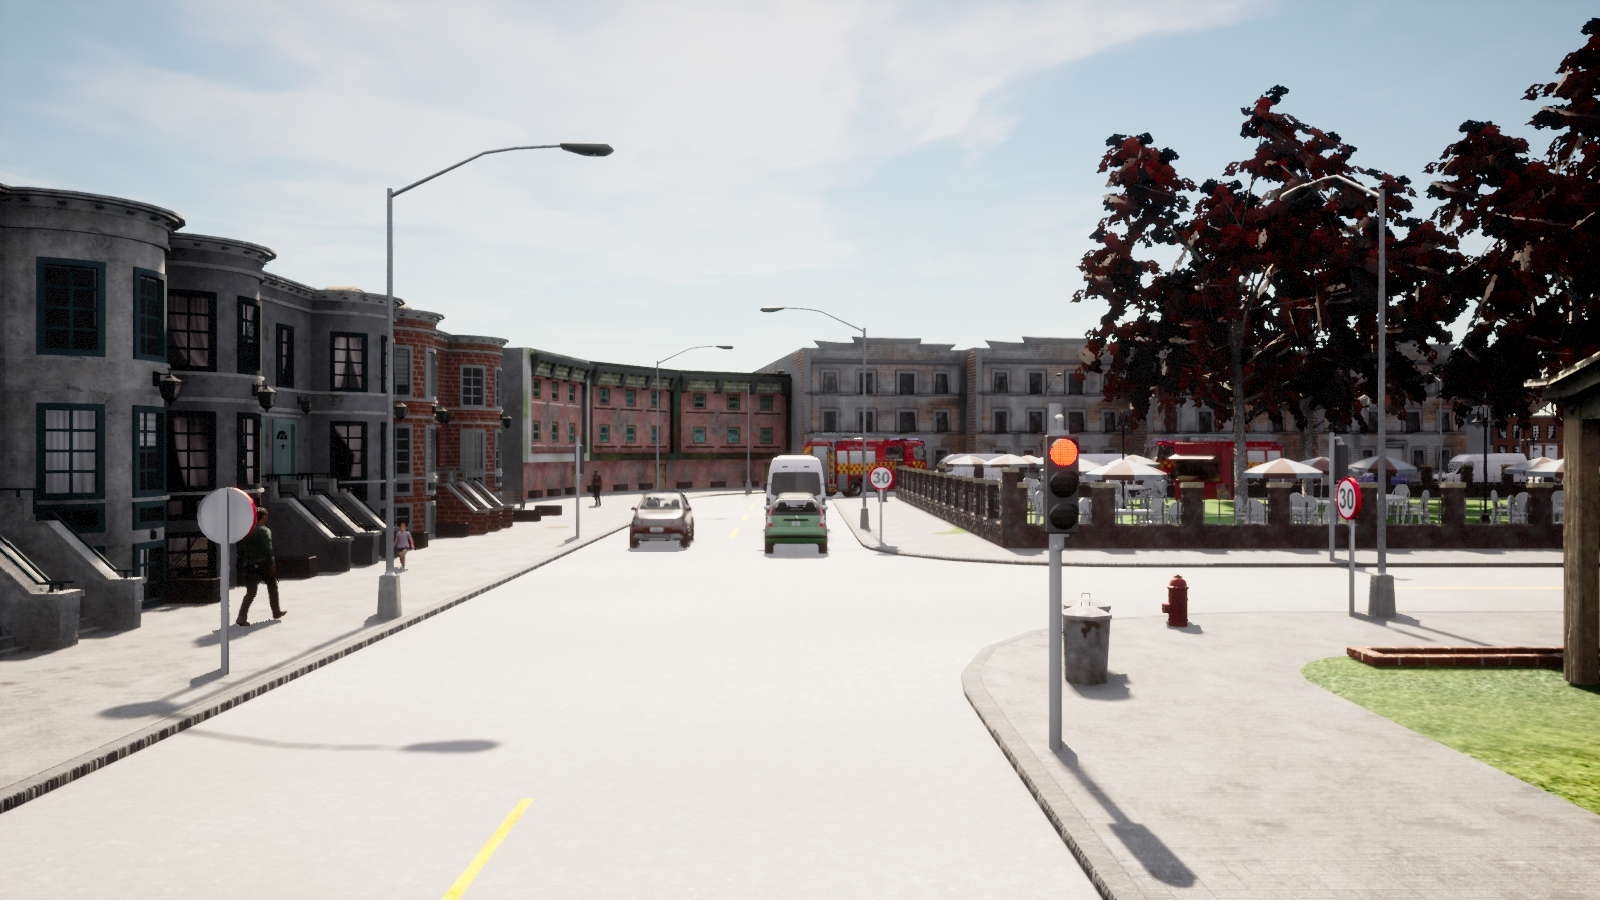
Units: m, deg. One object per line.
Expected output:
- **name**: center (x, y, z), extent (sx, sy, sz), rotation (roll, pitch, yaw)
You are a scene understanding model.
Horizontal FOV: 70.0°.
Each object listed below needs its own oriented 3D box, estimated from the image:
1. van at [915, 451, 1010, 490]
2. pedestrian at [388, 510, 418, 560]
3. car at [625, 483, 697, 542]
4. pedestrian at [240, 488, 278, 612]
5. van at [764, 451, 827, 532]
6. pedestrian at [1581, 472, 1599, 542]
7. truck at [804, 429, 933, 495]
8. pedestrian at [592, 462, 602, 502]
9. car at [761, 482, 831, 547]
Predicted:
- **van**: center (10.550, 1.314, 74.428), extent (5.915, 2.561, 1.988), rotation (0, 0, 0)
- **pedestrian**: center (-8.908, 1.904, 25.653), extent (0.500, 1.100, 0.500), rotation (0, 0, -3)
- **car**: center (-4.040, 1.806, 33.767), extent (1.789, 1.549, 3.705), rotation (0, 0, -2)
- **pedestrian**: center (-8.296, 1.524, 17.522), extent (0.375, 1.860, 0.375), rotation (0, 0, 17)
- **van**: center (-0.147, 1.315, 39.074), extent (1.988, 2.561, 5.915), rotation (0, 0, 0)
- **pedestrian**: center (21.235, 1.525, 30.595), extent (0.375, 1.860, 0.375), rotation (0, 0, 0)
- **truck**: center (4.295, 0.672, 70.228), extent (8.468, 3.827, 2.891), rotation (0, 0, -43)
- **pedestrian**: center (-9.668, 1.525, 54.481), extent (0.375, 1.860, 0.375), rotation (0, 0, 4)
- **car**: center (-0.119, 1.779, 32.373), extent (1.851, 1.617, 3.988), rotation (0, 0, 0)
